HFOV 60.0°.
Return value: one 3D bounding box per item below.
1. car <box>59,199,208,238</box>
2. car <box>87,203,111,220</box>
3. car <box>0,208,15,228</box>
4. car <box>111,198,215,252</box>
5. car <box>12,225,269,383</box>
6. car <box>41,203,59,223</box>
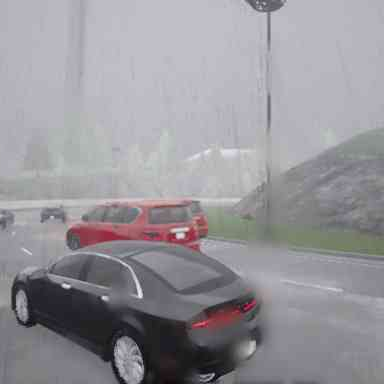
[{"bbox_3d":[-2.167,1.316,11.100,2.150,2.045,5.566,0,0,-44],"label":"car"},{"bbox_3d":[-8.975,1.839,32.454,1.994,1.385,4.181,0,0,-11],"label":"car"},{"bbox_3d":[-13.782,1.803,23.451,1.895,1.301,4.718,0,-1,-21],"label":"car"},{"bbox_3d":[-1.601,1.353,15.754,2.150,2.045,5.566,0,-1,-39],"label":"car"},{"bbox_3d":[-1.185,1.552,5.367,4.892,1.490,1.837,0,0,41],"label":"car"},{"bbox_3d":[-11.656,1.747,28.419,1.837,1.490,4.892,0,0,-16],"label":"car"}]
